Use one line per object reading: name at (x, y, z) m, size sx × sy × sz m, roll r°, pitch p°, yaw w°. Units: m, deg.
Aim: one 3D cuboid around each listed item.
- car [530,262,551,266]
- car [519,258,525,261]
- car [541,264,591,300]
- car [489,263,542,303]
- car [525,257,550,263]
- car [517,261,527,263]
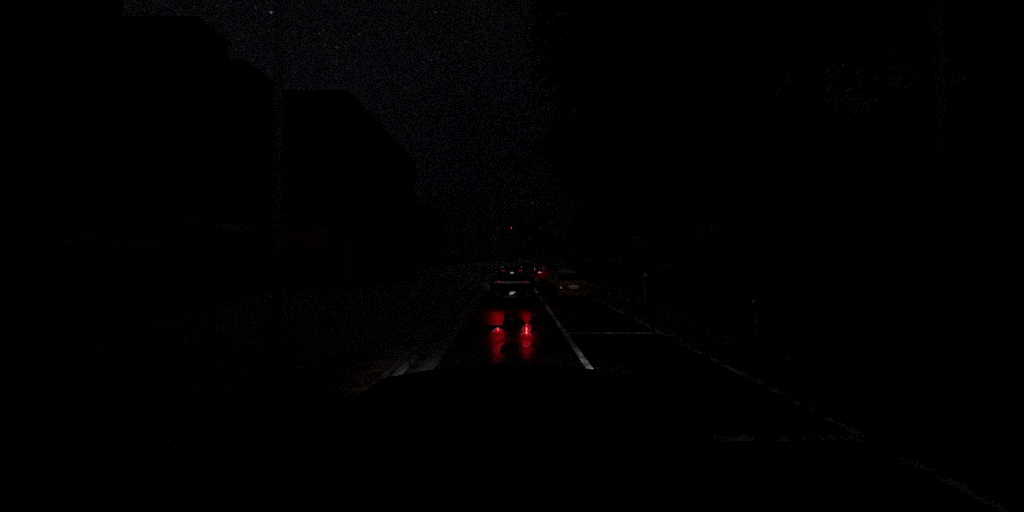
car at (2.638, 1.354, 28.307) m, size 1.802 × 1.307 × 4.207 m, roll 0°, pitch 0°, yaw 0°
car at (2.638, 1.396, 60.185) m, size 1.888 × 1.381 × 4.507 m, roll 0°, pitch 0°, yaw 0°
car at (2.638, 1.283, 17.578) m, size 1.751 × 1.417 × 4.829 m, roll 0°, pitch 0°, yaw 0°
car at (0.000, 1.253, 16.500) m, size 2.128 × 1.511 × 4.902 m, roll 0°, pitch 0°, yaw 0°
car at (2.638, 1.096, 33.756) m, size 2.192 × 1.841 × 5.009 m, roll 0°, pitch 0°, yaw 0°
car at (0.000, 1.351, 31.501) m, size 1.994 × 1.385 × 4.181 m, roll 0°, pitch 0°, yaw 0°
